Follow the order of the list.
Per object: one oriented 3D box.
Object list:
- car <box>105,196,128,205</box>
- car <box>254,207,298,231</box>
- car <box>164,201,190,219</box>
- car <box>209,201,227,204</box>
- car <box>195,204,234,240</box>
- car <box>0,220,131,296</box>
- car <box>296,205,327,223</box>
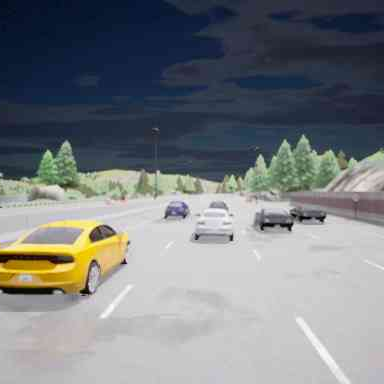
[{"bbox_3d":[-10.437,1.364,46.338,2.097,1.767,4.553,0,0,5],"label":"car"},{"bbox_3d":[5.001,1.644,20.908,1.895,1.301,4.718,0,0,5],"label":"car"},{"bbox_3d":[-1.275,1.555,29.429,1.812,1.442,4.674,0,0,5],"label":"car"},{"bbox_3d":[2.660,1.613,34.200,1.994,1.385,4.181,0,0,5],"label":"car"},{"bbox_3d":[1.161,1.550,17.021,1.812,1.442,4.674,0,0,5],"label":"car"},{"bbox_3d":[-2.984,1.476,8.740,1.882,1.535,5.008,0,0,4],"label":"car"},{"bbox_3d":[8.988,1.665,26.302,1.895,1.301,4.718,0,0,5],"label":"car"}]
